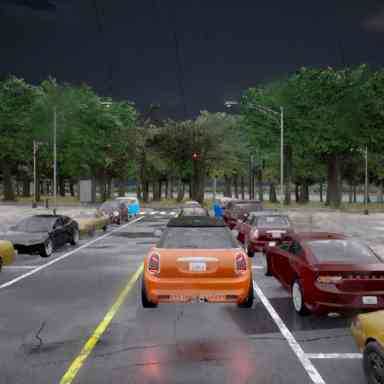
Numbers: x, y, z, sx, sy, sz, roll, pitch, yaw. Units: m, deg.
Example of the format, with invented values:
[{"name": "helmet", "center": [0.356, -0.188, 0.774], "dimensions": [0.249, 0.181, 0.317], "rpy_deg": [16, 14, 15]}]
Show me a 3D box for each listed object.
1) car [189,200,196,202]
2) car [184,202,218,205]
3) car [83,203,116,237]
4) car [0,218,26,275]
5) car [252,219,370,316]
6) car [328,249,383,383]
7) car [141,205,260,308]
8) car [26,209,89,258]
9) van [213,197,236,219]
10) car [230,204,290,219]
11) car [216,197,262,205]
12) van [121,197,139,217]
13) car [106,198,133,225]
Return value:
[{"name": "car", "center": [0.022, 1.460, 27.230], "dimensions": [1.801, 1.575, 5.366], "rpy_deg": [0, 0, 1]}, {"name": "car", "center": [0.113, 1.493, 17.285], "dimensions": [2.128, 1.511, 4.902], "rpy_deg": [0, 0, 0]}, {"name": "car", "center": [-5.748, 1.527, 18.112], "dimensions": [1.752, 1.417, 4.829], "rpy_deg": [0, 0, 0]}, {"name": "car", "center": [-5.758, 1.525, 7.237], "dimensions": [1.752, 1.417, 4.829], "rpy_deg": [0, 0, 0]}, {"name": "car", "center": [2.767, 1.545, 7.399], "dimensions": [1.887, 1.381, 4.507], "rpy_deg": [0, 0, 0]}, {"name": "car", "center": [2.762, 1.525, 2.131], "dimensions": [1.752, 1.417, 4.829], "rpy_deg": [0, 0, 0]}, {"name": "car", "center": [0.106, 1.352, 8.071], "dimensions": [2.097, 1.767, 4.553], "rpy_deg": [0, 0, 0]}, {"name": "car", "center": [-5.753, 1.567, 12.844], "dimensions": [1.947, 1.339, 4.313], "rpy_deg": [0, 0, 0]}, {"name": "van", "center": [2.787, 1.346, 29.149], "dimensions": [1.690, 1.788, 3.998], "rpy_deg": [0, 0, 0]}, {"name": "car", "center": [2.772, 1.441, 12.836], "dimensions": [1.967, 1.590, 4.097], "rpy_deg": [0, 0, 0]}, {"name": "car", "center": [2.777, 1.317, 18.274], "dimensions": [2.192, 1.841, 5.009], "rpy_deg": [0, 0, 0]}, {"name": "van", "center": [-5.738, 1.346, 29.157], "dimensions": [1.690, 1.788, 3.998], "rpy_deg": [0, 0, 0]}, {"name": "car", "center": [-5.743, 1.443, 23.719], "dimensions": [1.967, 1.590, 4.097], "rpy_deg": [0, 0, 0]}]
